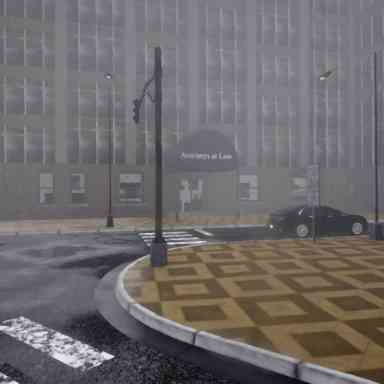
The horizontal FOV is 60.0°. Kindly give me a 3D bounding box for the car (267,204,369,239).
[{"bbox_3d":[6.022,1.321,15.944,4.892,1.490,1.837,0,0,-14],"label":"car"}]
